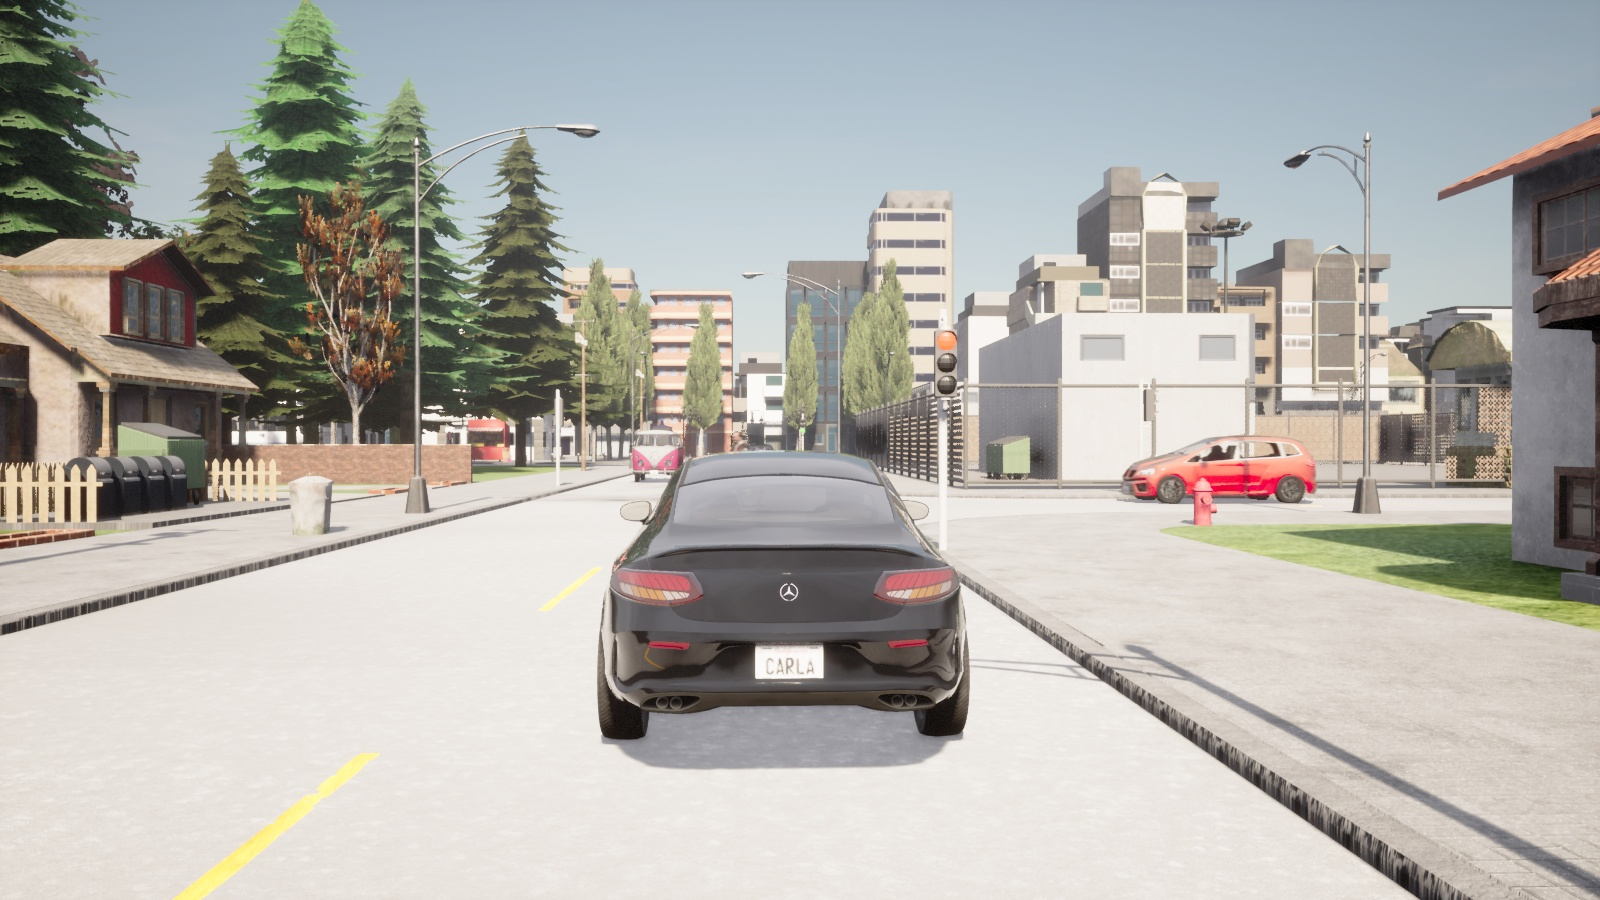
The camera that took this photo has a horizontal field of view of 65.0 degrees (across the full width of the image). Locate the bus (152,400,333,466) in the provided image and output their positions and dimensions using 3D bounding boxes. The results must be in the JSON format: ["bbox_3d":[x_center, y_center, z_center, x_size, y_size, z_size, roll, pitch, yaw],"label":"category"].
[{"bbox_3d":[-36.825,-1.130,83.327,10.273,4.253,3.944,0,0,-2],"label":"bus"}]

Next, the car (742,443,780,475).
[{"bbox_3d":[-1.920,0.411,61.513,1.816,1.474,4.193,0,0,-2],"label":"car"}]

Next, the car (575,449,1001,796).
[{"bbox_3d":[-0.142,0.729,7.674,1.812,1.442,4.674,0,0,-2],"label":"car"}]

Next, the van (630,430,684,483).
[{"bbox_3d":[-5.522,0.218,49.039,1.775,1.987,4.442,0,0,-2],"label":"van"}]

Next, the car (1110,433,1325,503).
[{"bbox_3d":[10.329,0.422,31.343,4.611,1.667,2.242,0,0,-2],"label":"car"}]
